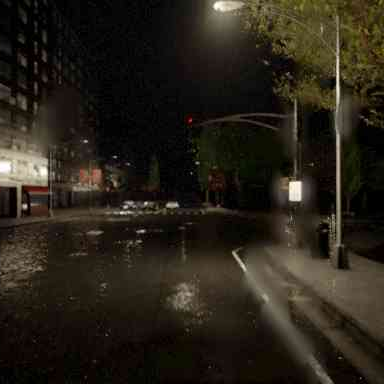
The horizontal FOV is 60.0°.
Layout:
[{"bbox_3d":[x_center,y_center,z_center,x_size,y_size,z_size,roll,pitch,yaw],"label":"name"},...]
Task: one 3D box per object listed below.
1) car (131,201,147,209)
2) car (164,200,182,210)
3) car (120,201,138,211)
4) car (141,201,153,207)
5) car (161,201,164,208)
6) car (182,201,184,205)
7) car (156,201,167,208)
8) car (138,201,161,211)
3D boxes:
[{"bbox_3d":[-9.765,2.386,61.892,2.033,1.411,5.357,0,-1,0],"label":"car"},{"bbox_3d":[-3.170,2.316,55.315,1.895,1.301,4.718,0,-1,0],"label":"car"},{"bbox_3d":[-9.800,2.142,51.597,2.128,1.511,4.902,0,-1,1],"label":"car"},{"bbox_3d":[-9.768,2.585,72.435,2.033,1.411,5.357,0,-1,0],"label":"car"},{"bbox_3d":[-6.515,2.305,61.289,1.882,1.535,5.008,0,-1,0],"label":"car"},{"bbox_3d":[-3.272,2.979,92.033,2.033,1.411,5.357,0,-1,0],"label":"car"},{"bbox_3d":[-6.517,2.624,71.612,1.895,1.301,4.718,0,-1,0],"label":"car"},{"bbox_3d":[-6.550,2.193,51.340,2.033,1.411,5.357,0,-1,1],"label":"car"}]
